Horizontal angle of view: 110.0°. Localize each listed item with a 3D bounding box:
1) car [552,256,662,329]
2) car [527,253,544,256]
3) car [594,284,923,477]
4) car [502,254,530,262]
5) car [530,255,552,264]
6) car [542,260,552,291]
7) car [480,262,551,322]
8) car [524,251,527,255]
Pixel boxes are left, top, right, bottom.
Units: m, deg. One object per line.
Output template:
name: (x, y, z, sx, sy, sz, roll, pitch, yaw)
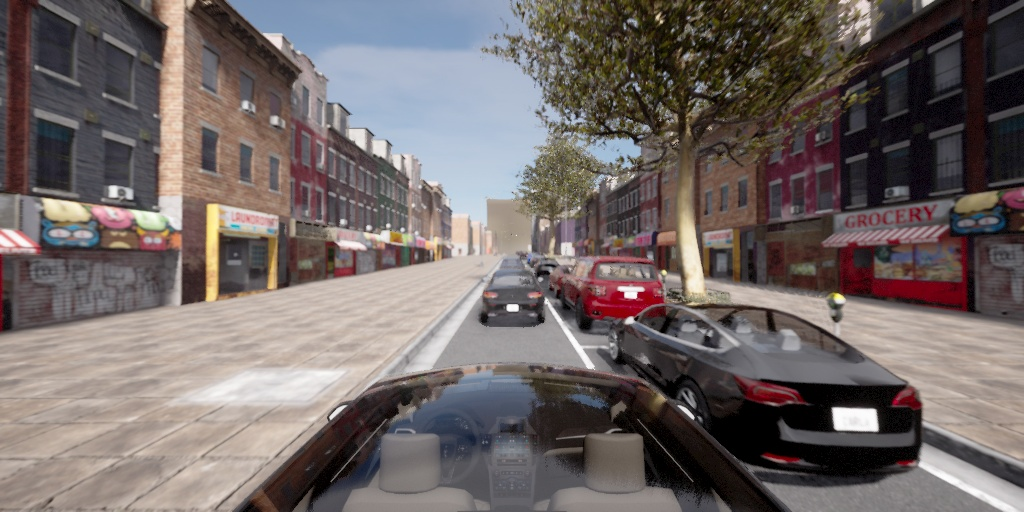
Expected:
car: (2.627, 0.909, 10.425, 2.192, 1.841, 5.009, 0, 0, 0)
car: (2.966, 0.482, 40.281, 1.812, 1.442, 4.674, 0, 1, 0)
car: (2.635, 1.262, 4.867, 1.948, 1.339, 4.313, 0, 0, 0)
car: (0.007, 0.835, 25.546, 2.033, 1.411, 5.357, 0, 1, 0)
car: (2.603, 0.819, 27.094, 1.948, 1.339, 4.313, 0, 0, 0)
car: (2.619, 1.033, 15.983, 1.888, 1.381, 4.507, 0, 0, 0)
car: (0.035, 1.102, 11.382, 1.812, 1.442, 4.674, 0, 1, 0)
car: (2.947, 0.277, 47.282, 1.882, 1.535, 5.008, 0, 1, 0)
